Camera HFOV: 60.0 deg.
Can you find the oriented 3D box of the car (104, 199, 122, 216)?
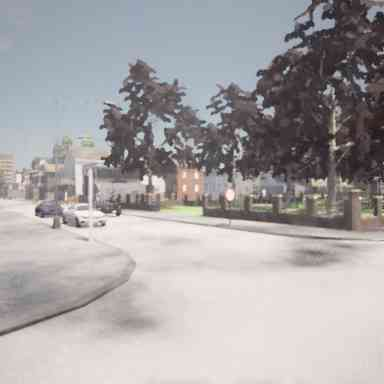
[{"bbox_3d":[-8.097,1.458,30.641,1.837,1.490,4.892,0,0,-36],"label":"car"}]

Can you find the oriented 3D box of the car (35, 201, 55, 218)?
[{"bbox_3d":[-12.869,1.535,30.176,1.994,1.385,4.181,0,0,-35],"label":"car"}]

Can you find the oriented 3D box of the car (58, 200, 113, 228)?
[{"bbox_3d":[-7.268,1.496,22.294,1.812,1.442,4.674,0,0,-36],"label":"car"}]
